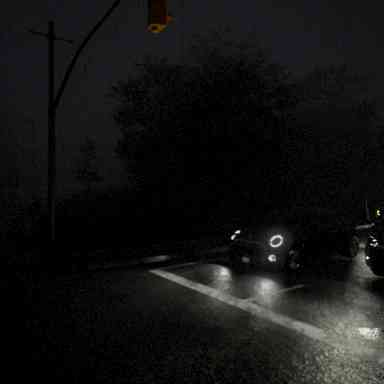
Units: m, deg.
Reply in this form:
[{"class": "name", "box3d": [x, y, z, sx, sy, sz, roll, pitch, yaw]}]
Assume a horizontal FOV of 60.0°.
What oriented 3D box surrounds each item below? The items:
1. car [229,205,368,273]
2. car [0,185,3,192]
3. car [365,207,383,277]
[{"class": "car", "box3d": [3.332, 1.293, 10.664, 4.553, 1.767, 2.097, -1, 1, -35]}, {"class": "car", "box3d": [-31.991, -0.636, 52.956, 2.128, 1.511, 4.902, 0, 3, -3]}, {"class": "car", "box3d": [6.911, 1.134, 8.916, 5.566, 2.045, 2.150, -1, 1, -36]}]
